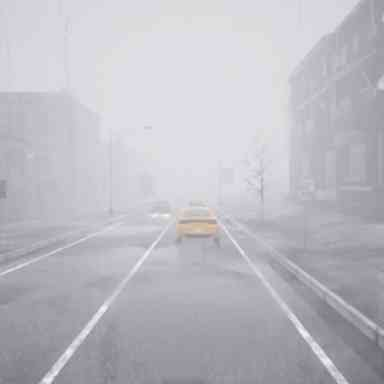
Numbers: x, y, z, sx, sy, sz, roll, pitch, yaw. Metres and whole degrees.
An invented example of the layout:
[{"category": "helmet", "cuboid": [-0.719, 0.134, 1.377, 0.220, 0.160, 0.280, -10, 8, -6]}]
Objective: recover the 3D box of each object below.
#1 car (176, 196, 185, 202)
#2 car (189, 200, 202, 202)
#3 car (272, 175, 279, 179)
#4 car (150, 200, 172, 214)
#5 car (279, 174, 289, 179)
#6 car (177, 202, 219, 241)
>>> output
[{"category": "car", "cuboid": [-2.647, 1.499, 76.228, 1.994, 1.385, 4.181, 0, -1, 1]}, {"category": "car", "cuboid": [0.507, 1.543, 37.104, 1.994, 1.385, 4.181, 0, 0, 1]}, {"category": "car", "cuboid": [23.439, -3.749, 87.195, 2.097, 1.535, 5.008, 0, 1, -3]}, {"category": "car", "cuboid": [-3.207, 1.535, 35.235, 1.994, 1.385, 4.181, 0, 0, 1]}, {"category": "car", "cuboid": [23.845, -3.770, 81.684, 2.185, 1.767, 4.553, 0, 1, -4]}, {"category": "car", "cuboid": [0.277, 1.468, 16.614, 1.882, 1.535, 5.008, 0, 0, 1]}]
